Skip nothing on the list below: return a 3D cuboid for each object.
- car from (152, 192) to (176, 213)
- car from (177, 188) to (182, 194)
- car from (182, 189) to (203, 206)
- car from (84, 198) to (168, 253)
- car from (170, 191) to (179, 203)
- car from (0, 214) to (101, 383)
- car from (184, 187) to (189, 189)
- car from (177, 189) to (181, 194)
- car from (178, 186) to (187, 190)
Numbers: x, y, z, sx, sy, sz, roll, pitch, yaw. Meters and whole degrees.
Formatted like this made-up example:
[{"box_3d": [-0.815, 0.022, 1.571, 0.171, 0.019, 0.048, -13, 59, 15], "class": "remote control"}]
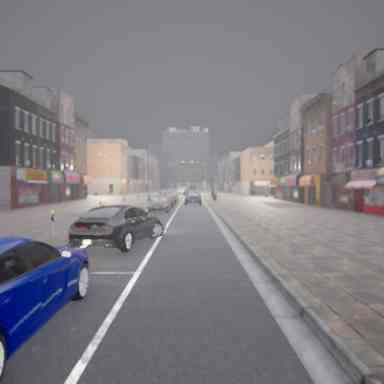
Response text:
[{"box_3d": [-2.604, 0.930, 27.087, 2.008, 1.369, 4.403, 0, 1, 0], "class": "car"}, {"box_3d": [-2.587, 0.557, 43.395, 1.752, 1.417, 4.829, 0, 1, 0], "class": "car"}, {"box_3d": [0.131, 0.695, 36.819, 1.812, 1.442, 4.674, 0, 1, 0], "class": "car"}, {"box_3d": [-2.632, 1.211, 12.472, 1.837, 1.490, 4.892, 0, 1, 13], "class": "car"}, {"box_3d": [-2.598, 0.805, 32.579, 1.887, 1.381, 4.507, 0, 1, 0], "class": "car"}, {"box_3d": [-3.009, 1.359, 4.838, 1.882, 1.535, 5.008, 0, 1, 0], "class": "car"}, {"box_3d": [0.076, 0.397, 48.788, 1.882, 1.535, 5.008, 0, 1, 0], "class": "car"}, {"box_3d": [-2.592, 0.688, 38.073, 1.887, 1.381, 4.507, 0, 1, 0], "class": "car"}, {"box_3d": [-2.554, -0.085, 75.346, 1.752, 1.417, 4.829, 0, 1, 0], "class": "car"}]
